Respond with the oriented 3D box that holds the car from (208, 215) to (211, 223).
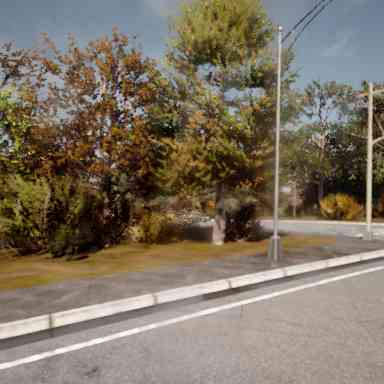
[{"bbox_3d":[0.104,2.890,38.695,2.128,1.511,4.902,3,-5,-42],"label":"car"}]
